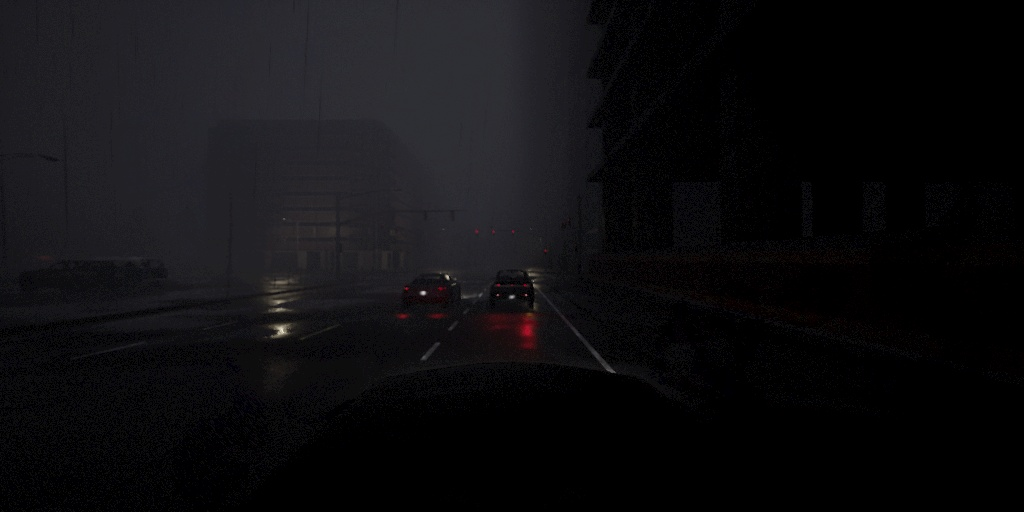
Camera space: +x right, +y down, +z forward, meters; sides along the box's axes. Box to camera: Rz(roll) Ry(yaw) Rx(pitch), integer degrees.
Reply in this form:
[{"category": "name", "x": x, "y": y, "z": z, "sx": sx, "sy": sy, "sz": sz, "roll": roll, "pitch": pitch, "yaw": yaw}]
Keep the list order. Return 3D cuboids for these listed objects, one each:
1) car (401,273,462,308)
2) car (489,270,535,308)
[{"category": "car", "x": -3.498, "y": 1.450, "z": 16.154, "sx": 1.994, "sy": 1.385, "sz": 4.181, "roll": 0, "pitch": 0, "yaw": 0}, {"category": "car", "x": 0.001, "y": 1.379, "z": 16.147, "sx": 2.128, "sy": 1.511, "sz": 4.902, "roll": 0, "pitch": 0, "yaw": 0}]
